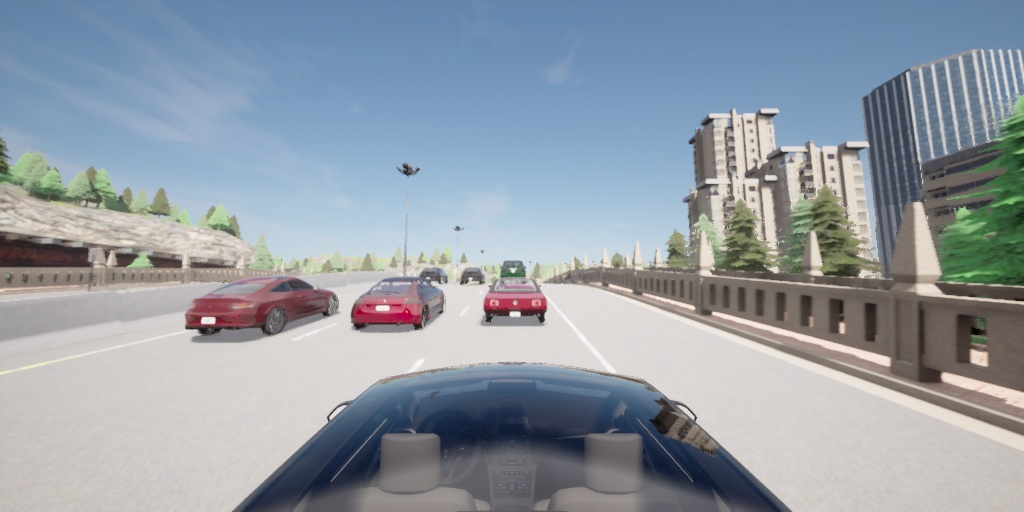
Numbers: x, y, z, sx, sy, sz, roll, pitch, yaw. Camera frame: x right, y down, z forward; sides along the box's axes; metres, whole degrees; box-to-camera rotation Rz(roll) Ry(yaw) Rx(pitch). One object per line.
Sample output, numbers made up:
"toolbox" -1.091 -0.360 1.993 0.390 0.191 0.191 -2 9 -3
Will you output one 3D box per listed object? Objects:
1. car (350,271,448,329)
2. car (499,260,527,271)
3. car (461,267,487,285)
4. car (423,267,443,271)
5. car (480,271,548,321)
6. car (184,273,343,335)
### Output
"car" -3.404 1.348 11.442 1.994 1.385 4.181 0 0 0
"car" 0.088 1.468 31.201 2.150 2.045 5.566 0 -3 0
"car" -3.413 1.797 31.973 1.837 1.490 4.892 0 -3 0
"car" -6.913 1.798 31.977 1.837 1.490 4.892 0 -3 0
"car" 0.095 1.388 12.512 1.895 1.301 4.718 0 0 0
"car" -6.904 1.306 10.453 1.812 1.442 4.674 0 0 0
